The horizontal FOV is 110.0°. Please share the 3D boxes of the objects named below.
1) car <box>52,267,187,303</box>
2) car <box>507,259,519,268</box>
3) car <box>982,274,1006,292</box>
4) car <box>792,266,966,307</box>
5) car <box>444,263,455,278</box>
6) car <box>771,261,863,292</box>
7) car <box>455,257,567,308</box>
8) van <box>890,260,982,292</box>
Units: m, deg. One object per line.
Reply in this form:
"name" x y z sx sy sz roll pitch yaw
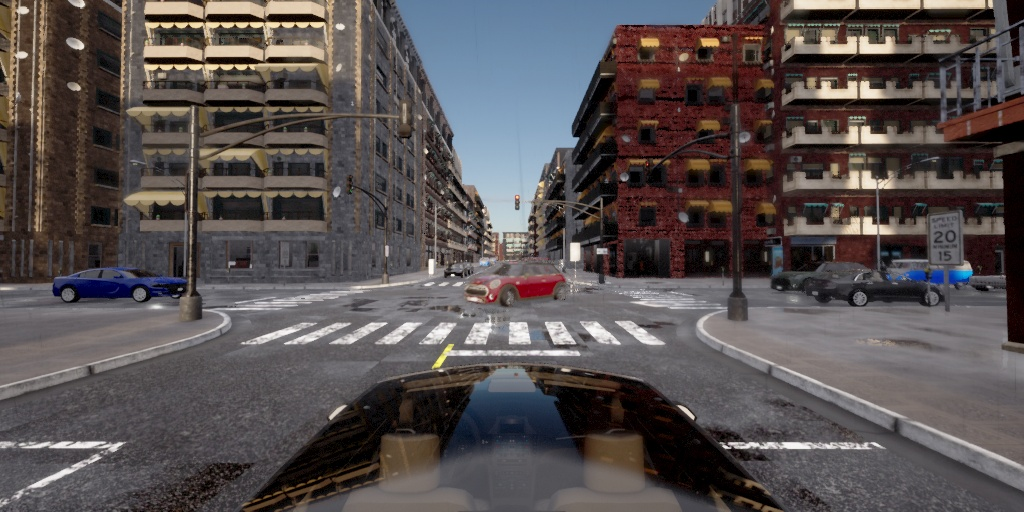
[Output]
"car" -17.587 1.254 16.304 5.008 1.535 1.882 0 -1 0
"car" 0.214 1.314 63.522 2.128 1.511 4.902 0 0 0
"car" 27.565 1.318 19.051 4.718 1.301 1.895 0 -1 0
"car" 13.767 1.185 13.683 4.403 1.370 2.007 0 0 0
"car" -5.255 1.328 33.966 1.948 1.339 4.313 0 0 0
"car" 16.492 1.093 19.105 4.553 1.767 2.097 0 -1 0
"car" 0.225 1.052 14.919 4.553 1.767 2.097 1 -1 -43
"van" 24.939 1.115 21.515 3.998 1.789 1.690 0 0 0
